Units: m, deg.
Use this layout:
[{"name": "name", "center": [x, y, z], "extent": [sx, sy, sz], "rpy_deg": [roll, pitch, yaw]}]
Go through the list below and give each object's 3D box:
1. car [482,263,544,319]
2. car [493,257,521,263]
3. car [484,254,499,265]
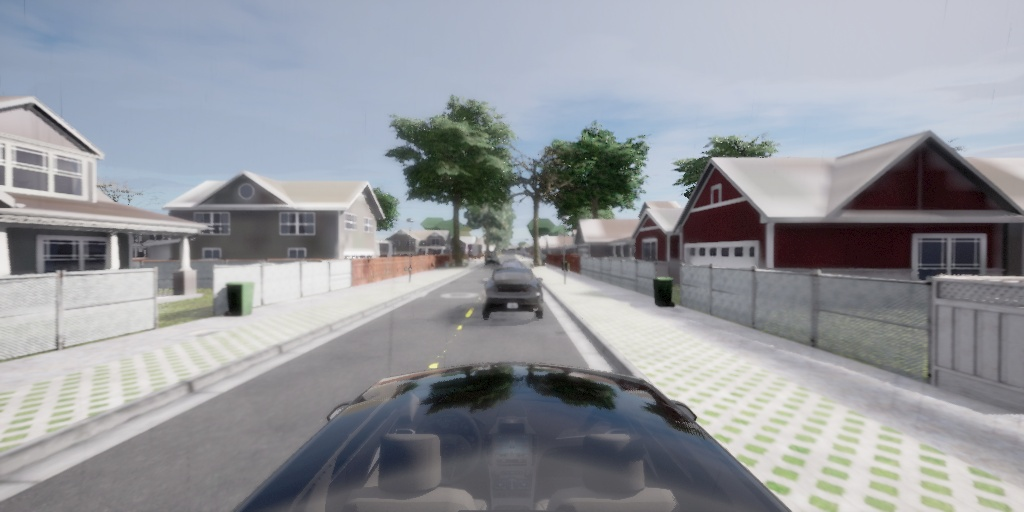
[{"name": "car", "center": [0.029, 1.132, 12.290], "extent": [1.837, 1.490, 4.892], "rpy_deg": [0, 0, 0]}, {"name": "car", "center": [-0.016, 1.030, 25.769], "extent": [2.033, 1.411, 5.357], "rpy_deg": [0, 1, 0]}, {"name": "car", "center": [-2.943, 0.533, 53.534], "extent": [2.097, 1.767, 4.553], "rpy_deg": [0, 1, 0]}]
